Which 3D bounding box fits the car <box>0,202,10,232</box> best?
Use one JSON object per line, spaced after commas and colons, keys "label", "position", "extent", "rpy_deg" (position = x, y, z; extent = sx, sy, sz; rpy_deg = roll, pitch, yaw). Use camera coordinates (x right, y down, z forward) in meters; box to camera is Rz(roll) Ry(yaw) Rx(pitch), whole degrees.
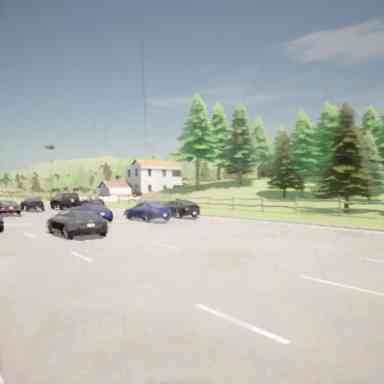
{"label": "car", "position": [-11.958, 1.483, 18.918], "extent": [1.812, 1.442, 4.674], "rpy_deg": [0, 0, -39]}

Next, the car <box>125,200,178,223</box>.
{"label": "car", "position": [-3.332, 1.436, 24.945], "extent": [1.812, 1.442, 4.674], "rpy_deg": [0, 0, -39]}

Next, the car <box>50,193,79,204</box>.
{"label": "car", "position": [-15.205, 1.106, 39.739], "extent": [2.150, 2.045, 5.566], "rpy_deg": [0, 0, -39]}

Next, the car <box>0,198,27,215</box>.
{"label": "car", "position": [-17.576, 1.471, 31.511], "extent": [2.033, 1.411, 5.357], "rpy_deg": [0, 0, -39]}

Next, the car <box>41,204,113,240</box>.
{"label": "car", "position": [-5.954, 1.512, 17.031], "extent": [1.994, 1.385, 4.181], "rpy_deg": [0, 0, -39]}

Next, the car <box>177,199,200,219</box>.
{"label": "car", "position": [-1.319, 1.397, 28.029], "extent": [1.837, 1.490, 4.892], "rpy_deg": [0, 0, -39]}

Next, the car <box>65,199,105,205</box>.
{"label": "car", "position": [-7.456, 1.487, 24.491], "extent": [1.994, 1.385, 4.181], "rpy_deg": [0, 0, -39]}

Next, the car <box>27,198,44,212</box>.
{"label": "car", "position": [-18.339, 1.405, 38.052], "extent": [1.837, 1.490, 4.892], "rpy_deg": [0, 0, -39]}

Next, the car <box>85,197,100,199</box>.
{"label": "car", "position": [-12.812, 1.359, 42.349], "extent": [2.128, 1.511, 4.902], "rpy_deg": [0, 0, -39]}
